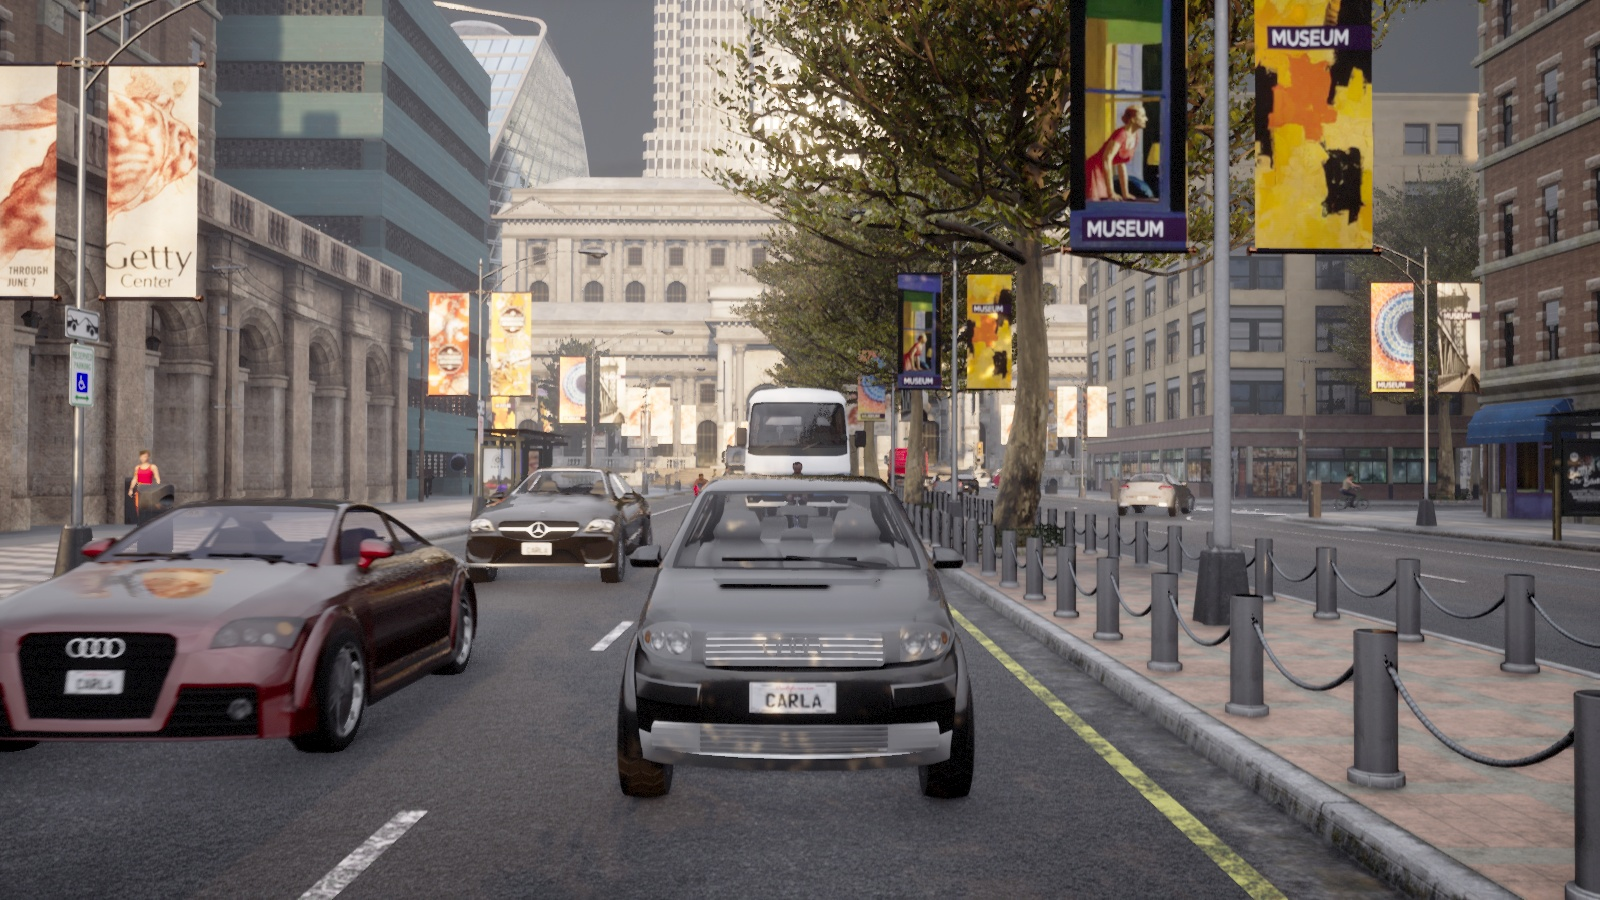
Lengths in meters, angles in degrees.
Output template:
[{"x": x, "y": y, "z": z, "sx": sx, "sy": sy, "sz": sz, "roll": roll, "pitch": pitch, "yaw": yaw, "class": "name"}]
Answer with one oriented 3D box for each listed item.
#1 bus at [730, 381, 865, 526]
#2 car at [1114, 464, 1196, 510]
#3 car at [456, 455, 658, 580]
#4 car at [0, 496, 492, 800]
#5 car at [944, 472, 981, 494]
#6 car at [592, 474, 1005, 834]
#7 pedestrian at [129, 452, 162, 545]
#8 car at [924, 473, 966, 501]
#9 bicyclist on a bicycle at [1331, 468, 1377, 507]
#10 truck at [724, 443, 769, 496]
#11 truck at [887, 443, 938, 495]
[{"x": -0.077, "y": 0.177, "z": 42.095, "sx": 3.944, "sy": 4.253, "sz": 10.273, "roll": 0, "pitch": -1, "yaw": 0, "class": "bus"}, {"x": 13.551, "y": 1.376, "z": 47.727, "sx": 2.152, "sy": 1.651, "sz": 5.027, "roll": -1, "pitch": -1, "yaw": 26, "class": "car"}, {"x": -3.533, "y": 0.947, "z": 19.312, "sx": 2.152, "sy": 1.651, "sz": 5.027, "roll": 0, "pitch": -1, "yaw": 0, "class": "car"}, {"x": -3.513, "y": 1.037, "z": 8.178, "sx": 1.994, "sy": 1.385, "sz": 4.181, "roll": 0, "pitch": -1, "yaw": 0, "class": "car"}, {"x": 11.302, "y": 2.280, "z": 87.518, "sx": 1.882, "sy": 1.535, "sz": 5.008, "roll": 0, "pitch": -1, "yaw": 0, "class": "car"}, {"x": -0.011, "y": 0.923, "z": 7.316, "sx": 1.789, "sy": 1.549, "sz": 3.705, "roll": 0, "pitch": -1, "yaw": 0, "class": "car"}, {"x": -13.197, "y": 0.969, "z": 25.318, "sx": 0.345, "sy": 1.836, "sz": 0.594, "roll": 0, "pitch": -1, "yaw": 0, "class": "pedestrian"}, {"x": 7.883, "y": 1.999, "z": 68.603, "sx": 1.845, "sy": 1.501, "sz": 3.633, "roll": 0, "pitch": -1, "yaw": 0, "class": "car"}, {"x": 23.370, "y": 1.586, "z": 52.982, "sx": 1.509, "sy": 1.612, "sz": 0.866, "roll": 0, "pitch": 0, "yaw": -5, "class": "bicyclist on a bicycle"}, {"x": -3.619, "y": 1.368, "z": 86.802, "sx": 2.891, "sy": 3.462, "sz": 7.936, "roll": 0, "pitch": -1, "yaw": -1, "class": "truck"}, {"x": 7.820, "y": 1.350, "z": 88.390, "sx": 2.891, "sy": 3.462, "sz": 7.936, "roll": 0, "pitch": -1, "yaw": 0, "class": "truck"}]
